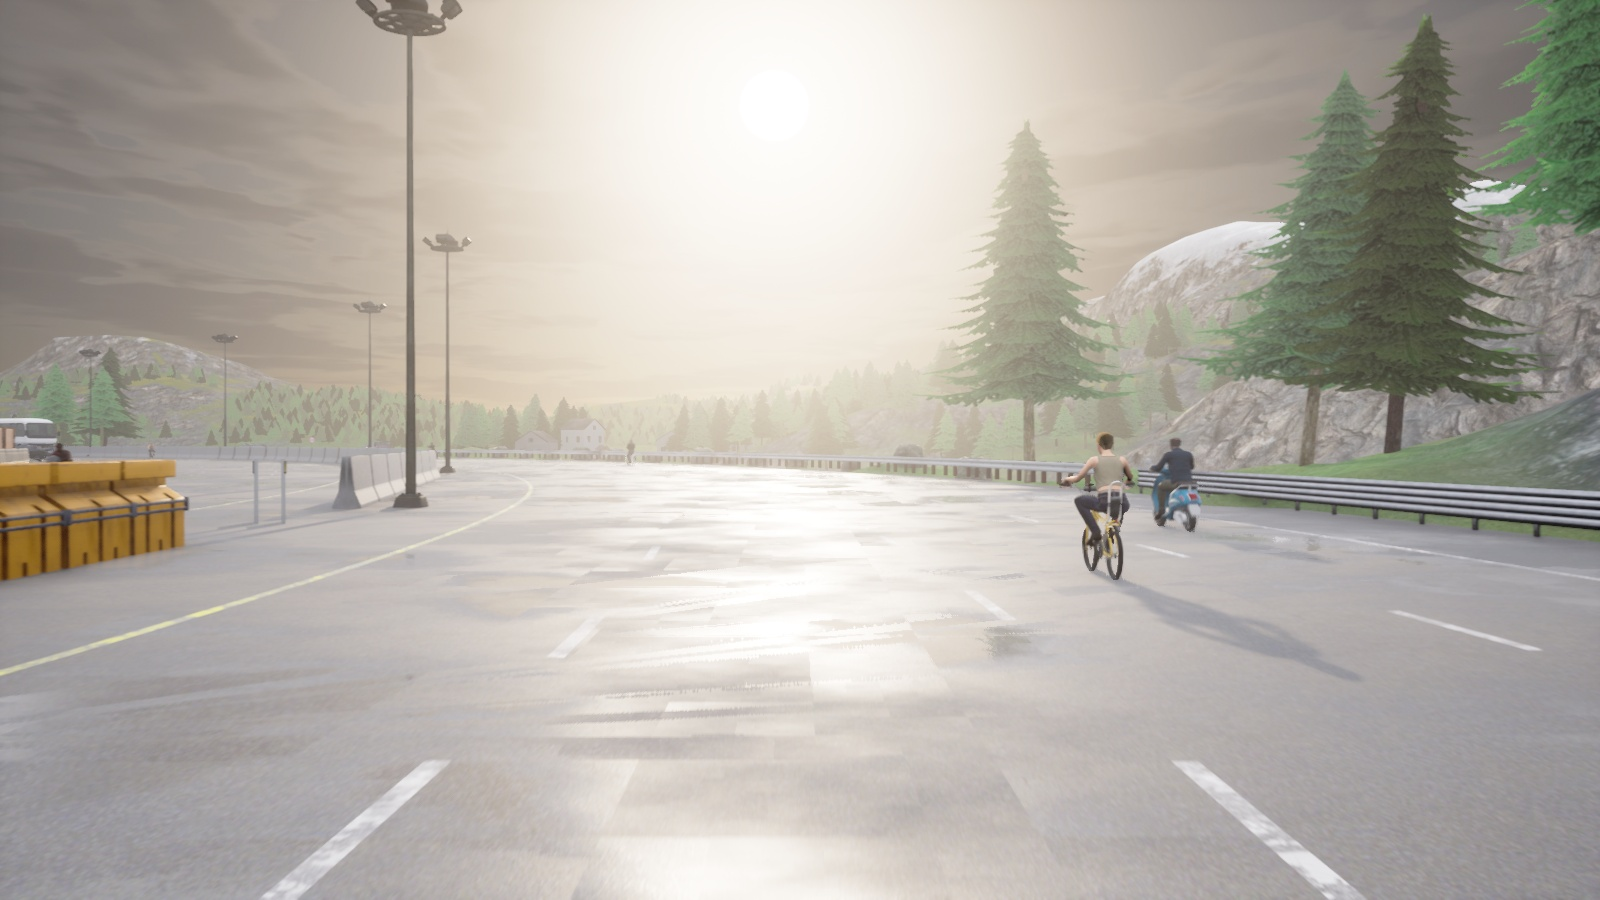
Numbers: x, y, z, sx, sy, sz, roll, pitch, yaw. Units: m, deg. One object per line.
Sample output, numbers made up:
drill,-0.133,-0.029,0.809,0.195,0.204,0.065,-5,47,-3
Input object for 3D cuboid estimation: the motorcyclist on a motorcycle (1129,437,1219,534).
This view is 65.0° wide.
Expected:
motorcyclist on a motorcycle,6.400,0.583,21.612,0.866,1.590,1.817,-1,0,-5

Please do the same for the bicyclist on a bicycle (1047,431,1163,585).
bicyclist on a bicycle,3.366,0.607,13.998,0.866,1.612,1.509,0,0,-2
